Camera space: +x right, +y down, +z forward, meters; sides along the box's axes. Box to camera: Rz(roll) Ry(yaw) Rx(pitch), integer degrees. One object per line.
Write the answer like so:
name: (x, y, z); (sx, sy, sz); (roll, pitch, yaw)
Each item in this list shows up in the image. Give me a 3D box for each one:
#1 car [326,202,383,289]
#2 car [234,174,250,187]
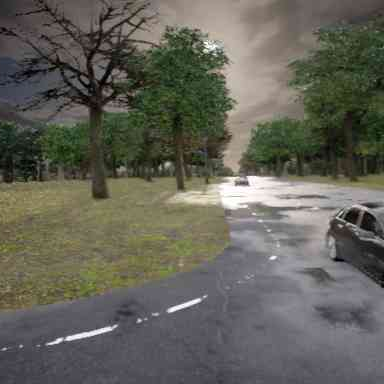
car: (4.193, 1.018, 6.640); (1.837, 1.490, 4.892); (-2, 3, 4)
car: (7.187, -1.537, 48.421); (1.994, 1.385, 4.181); (-2, 3, 4)
